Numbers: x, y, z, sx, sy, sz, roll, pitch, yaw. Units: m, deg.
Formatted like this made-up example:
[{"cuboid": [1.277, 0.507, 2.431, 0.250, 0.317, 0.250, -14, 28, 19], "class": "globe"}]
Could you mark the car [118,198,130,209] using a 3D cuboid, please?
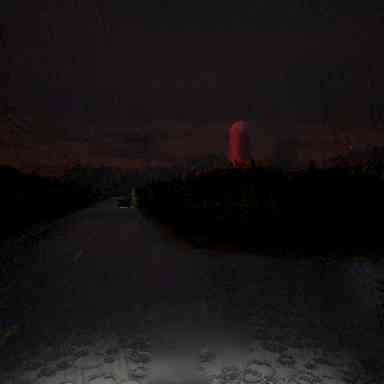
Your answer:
[{"cuboid": [-10.444, 1.793, 50.962, 2.033, 1.411, 5.357, 1, -1, -12], "class": "car"}]

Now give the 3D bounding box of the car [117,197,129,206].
[{"cuboid": [-12.799, 1.787, 61.909, 2.128, 1.511, 4.902, 1, -1, -12], "class": "car"}]
